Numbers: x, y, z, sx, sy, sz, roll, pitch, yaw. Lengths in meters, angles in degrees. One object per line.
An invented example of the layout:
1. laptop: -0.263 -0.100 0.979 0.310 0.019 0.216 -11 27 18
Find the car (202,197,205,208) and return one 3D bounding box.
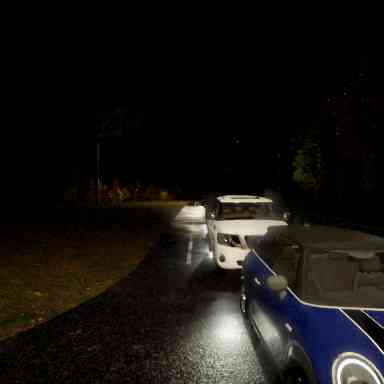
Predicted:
1. car: 1.858 1.377 24.118 1.837 1.490 4.892 0 0 1

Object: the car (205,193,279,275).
1. car: 1.667 1.161 10.541 2.150 2.045 5.566 0 0 1

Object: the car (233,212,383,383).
1. car: 1.934 1.338 4.197 2.097 1.767 4.553 0 0 -1

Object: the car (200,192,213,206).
1. car: 2.277 1.226 49.253 1.882 1.535 5.008 0 0 1
